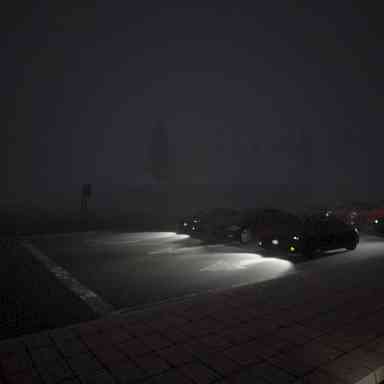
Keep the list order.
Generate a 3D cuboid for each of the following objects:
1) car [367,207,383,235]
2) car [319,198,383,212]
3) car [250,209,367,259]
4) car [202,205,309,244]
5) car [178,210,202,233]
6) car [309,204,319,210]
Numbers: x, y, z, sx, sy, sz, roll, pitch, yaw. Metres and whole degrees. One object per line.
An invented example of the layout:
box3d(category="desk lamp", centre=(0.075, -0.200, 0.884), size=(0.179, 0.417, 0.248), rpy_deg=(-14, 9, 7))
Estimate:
box3d(category="car", centre=(11.673, 1.601, 17.768), size=(4.718, 1.301, 1.895), rpy_deg=(0, 0, -35))
box3d(category="car", centre=(10.533, 1.352, 21.241), size=(4.553, 1.767, 2.097), rpy_deg=(0, 0, -35))
box3d(category="car", centre=(4.520, 1.564, 12.721), size=(4.181, 1.385, 1.994), rpy_deg=(0, 0, -35))
box3d(category="car", centre=(3.147, 1.478, 16.034), size=(5.008, 1.535, 1.882), rpy_deg=(0, 0, -35))
box3d(category="car", centre=(1.266, 1.564, 18.989), size=(4.181, 1.385, 1.994), rpy_deg=(0, 0, -35))
box3d(category="car", centre=(9.198, 1.564, 24.567), size=(4.181, 1.385, 1.994), rpy_deg=(0, 0, -36))
